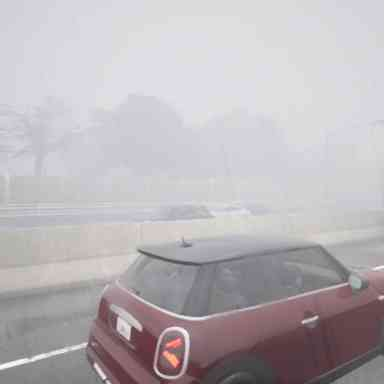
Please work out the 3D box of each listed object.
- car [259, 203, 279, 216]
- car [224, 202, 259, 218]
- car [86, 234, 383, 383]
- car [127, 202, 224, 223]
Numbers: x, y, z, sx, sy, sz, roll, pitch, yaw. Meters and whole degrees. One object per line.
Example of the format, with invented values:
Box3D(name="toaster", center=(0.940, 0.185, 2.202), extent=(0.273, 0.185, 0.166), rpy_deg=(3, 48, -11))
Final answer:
Box3D(name="car", center=(5.343, 1.625, 29.218), extent=(5.357, 1.411, 2.033), rpy_deg=(0, 0, -35))
Box3D(name="car", center=(2.059, 1.579, 22.614), extent=(4.674, 1.442, 1.812), rpy_deg=(0, 0, -35))
Box3D(name="car", center=(1.060, 1.364, 4.495), extent=(4.553, 1.767, 2.097), rpy_deg=(0, 0, -35))
Box3D(name="car", center=(-0.985, 1.382, 16.168), extent=(4.553, 1.767, 2.097), rpy_deg=(0, 0, -35))
